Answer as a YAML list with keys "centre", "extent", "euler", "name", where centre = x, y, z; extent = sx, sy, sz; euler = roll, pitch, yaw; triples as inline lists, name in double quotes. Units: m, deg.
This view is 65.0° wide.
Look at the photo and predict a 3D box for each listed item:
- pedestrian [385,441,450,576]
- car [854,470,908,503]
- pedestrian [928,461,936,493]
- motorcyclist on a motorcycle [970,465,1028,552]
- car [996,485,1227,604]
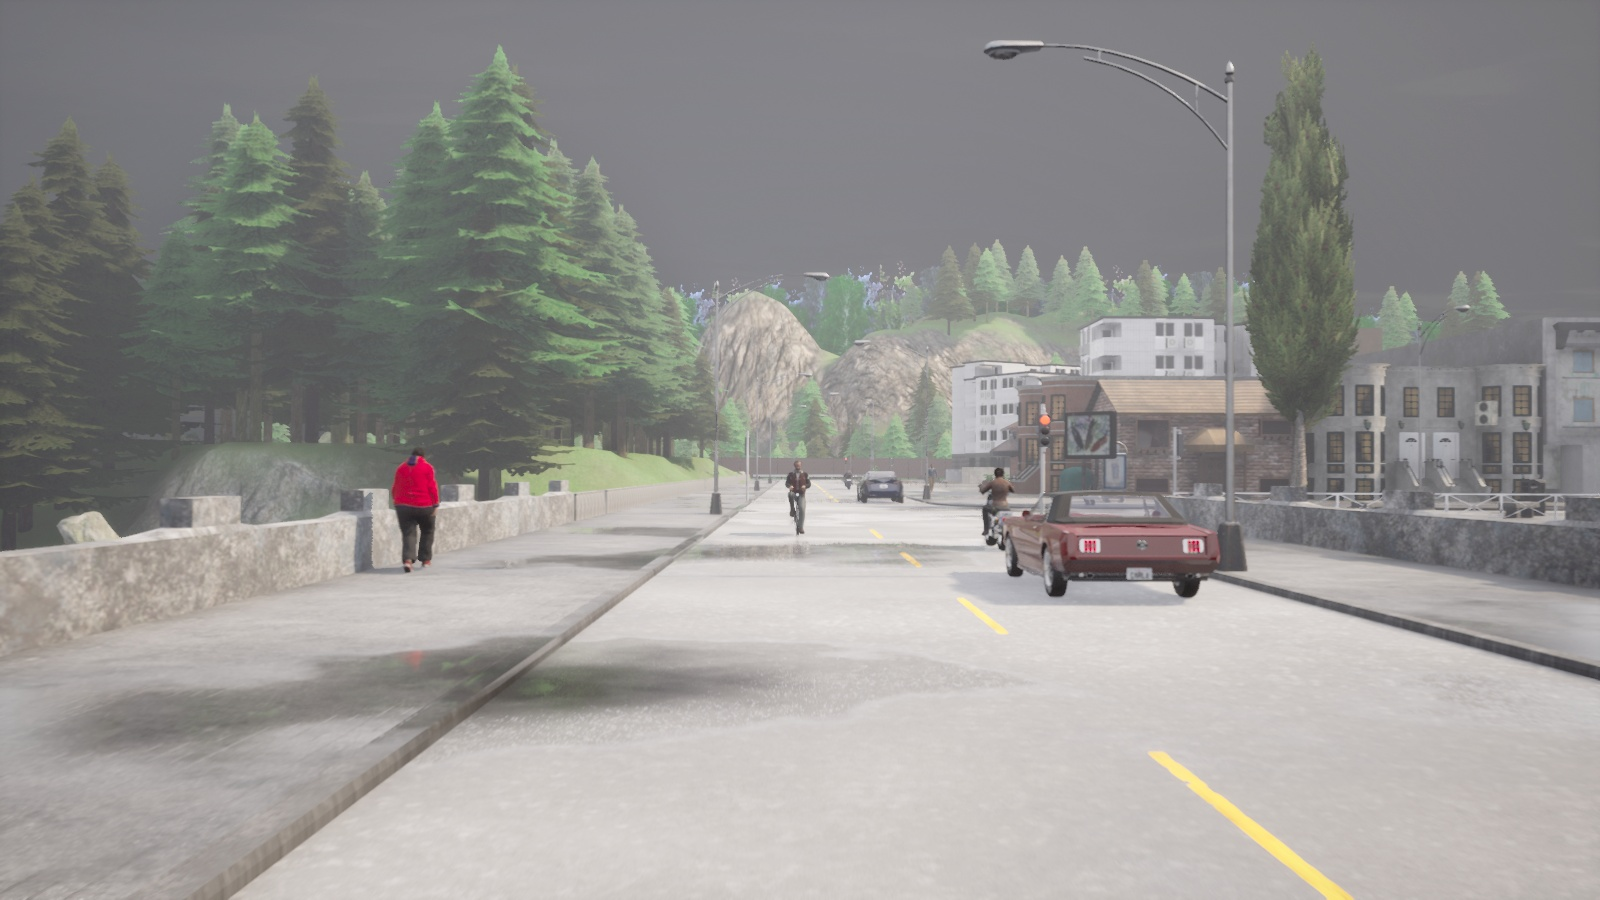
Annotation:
- centre: [-5.362, 0.810, 17.634]
  extent: [0.634, 1.844, 0.899]
  euler: [0, -1, 0]
  name: "pedestrian"
- centre: [3.786, 1.698, 59.595]
  extent: [2.163, 1.488, 4.792]
  euler: [0, -1, -1]
  name: "car"
- centre: [8.119, 1.652, 77.371]
  extent: [0.423, 1.949, 0.788]
  euler: [0, -1, 4]
  name: "pedestrian"
- centre: [3.936, 1.125, 25.038]
  extent: [0.766, 1.649, 2.350]
  euler: [0, -1, 0]
  name: "motorcyclist on a motorcycle"
- centre: [3.957, 1.151, 16.819]
  extent: [1.895, 1.301, 4.718]
  euler: [0, -1, 0]
  name: "car"
